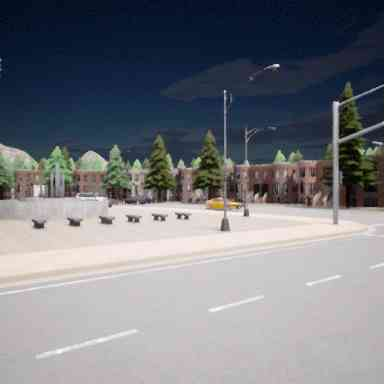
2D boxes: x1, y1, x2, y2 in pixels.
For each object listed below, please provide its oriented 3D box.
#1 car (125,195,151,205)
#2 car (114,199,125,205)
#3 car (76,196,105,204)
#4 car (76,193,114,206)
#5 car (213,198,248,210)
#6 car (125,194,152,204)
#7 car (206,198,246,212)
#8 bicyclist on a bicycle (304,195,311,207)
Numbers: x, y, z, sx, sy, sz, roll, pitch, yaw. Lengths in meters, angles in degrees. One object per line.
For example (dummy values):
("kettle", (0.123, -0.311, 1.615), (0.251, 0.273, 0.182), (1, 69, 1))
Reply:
("car", (-10.071, 1.466, 57.567), (4.892, 1.490, 1.837), (0, 0, 22))
("car", (-14.141, 1.493, 55.402), (4.674, 1.442, 1.812), (0, 0, 19))
("car", (-19.440, 1.458, 63.892), (4.902, 1.511, 2.128), (0, 0, 7))
("car", (-15.609, 1.193, 52.230), (5.566, 2.045, 2.150), (0, 0, 17))
("car", (4.887, 1.519, 42.807), (1.994, 1.385, 4.181), (0, 0, -43))
("car", (-9.827, 1.309, 61.187), (4.553, 1.767, 2.097), (0, 0, 21))
("car", (3.714, 1.438, 38.878), (1.882, 1.535, 5.008), (0, 0, -40))
("bicyclist on a bicycle", (16.256, 1.241, 46.652), (1.656, 1.620, 0.582), (0, 0, -37))
